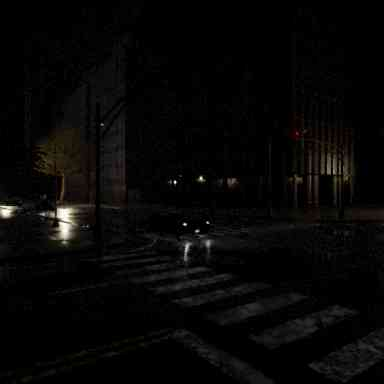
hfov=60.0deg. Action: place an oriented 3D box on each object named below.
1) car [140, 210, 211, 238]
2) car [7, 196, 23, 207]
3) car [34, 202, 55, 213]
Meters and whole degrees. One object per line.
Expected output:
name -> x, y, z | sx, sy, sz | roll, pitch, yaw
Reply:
car -> -1.026, 1.712, 18.668 | 1.895, 1.301, 4.718 | 0, -1, -36
car -> -34.609, 1.888, 64.998 | 2.150, 2.045, 5.566 | 0, -1, -36
car -> -19.775, 1.980, 44.533 | 2.033, 1.411, 5.357 | 0, -1, -36
